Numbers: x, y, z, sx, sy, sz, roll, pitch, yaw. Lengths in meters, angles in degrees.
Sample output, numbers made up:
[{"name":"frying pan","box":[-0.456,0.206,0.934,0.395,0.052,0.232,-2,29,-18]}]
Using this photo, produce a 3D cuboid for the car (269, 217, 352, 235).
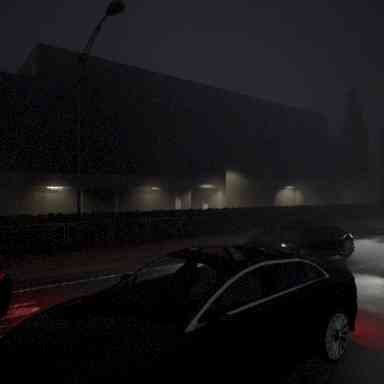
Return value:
[{"name":"car","box":[3.642,1.562,11.221,4.181,1.385,1.994,0,0,-37]}]

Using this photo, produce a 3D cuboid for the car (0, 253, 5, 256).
[{"name":"car","box":[-5.237,1.478,4.447,5.008,1.535,1.882,0,0,-37]}]

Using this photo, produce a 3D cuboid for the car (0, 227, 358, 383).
[{"name":"car","box":[0.257,1.491,4.172,4.902,1.511,2.128,0,0,-39]}]
